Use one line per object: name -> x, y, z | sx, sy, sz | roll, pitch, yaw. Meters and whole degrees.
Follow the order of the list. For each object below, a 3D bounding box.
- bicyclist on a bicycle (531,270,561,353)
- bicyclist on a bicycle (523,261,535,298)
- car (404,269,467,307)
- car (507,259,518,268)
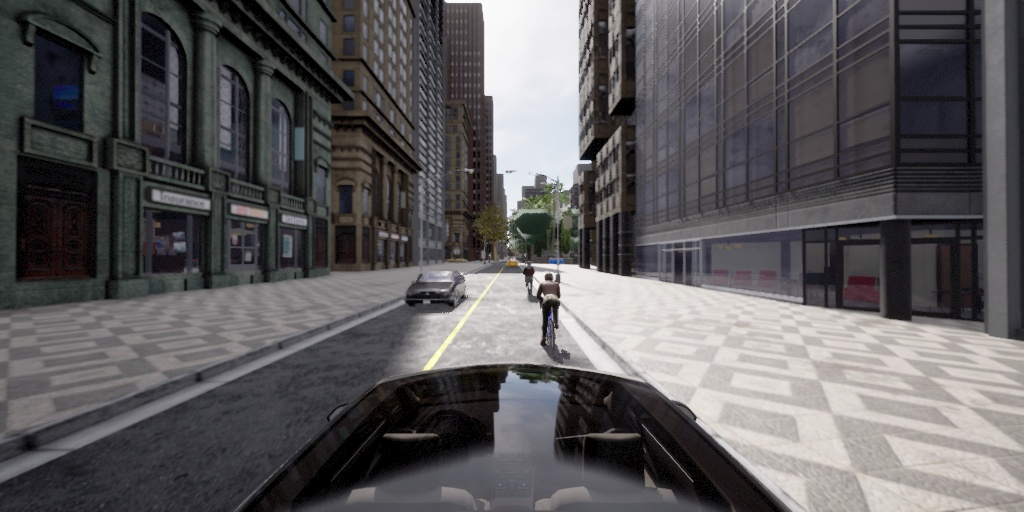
bicyclist on a bicycle -> 0.822, 1.203, 7.875 | 0.582, 1.620, 1.656 | 0, 0, 0
bicyclist on a bicycle -> 0.820, 1.124, 17.487 | 0.659, 1.776, 1.843 | 0, 0, 0
car -> -3.102, 1.301, 15.721 | 2.033, 1.411, 5.357 | 0, 0, 0
car -> 0.084, 1.280, 63.622 | 1.882, 1.535, 5.008 | 0, 0, 0
